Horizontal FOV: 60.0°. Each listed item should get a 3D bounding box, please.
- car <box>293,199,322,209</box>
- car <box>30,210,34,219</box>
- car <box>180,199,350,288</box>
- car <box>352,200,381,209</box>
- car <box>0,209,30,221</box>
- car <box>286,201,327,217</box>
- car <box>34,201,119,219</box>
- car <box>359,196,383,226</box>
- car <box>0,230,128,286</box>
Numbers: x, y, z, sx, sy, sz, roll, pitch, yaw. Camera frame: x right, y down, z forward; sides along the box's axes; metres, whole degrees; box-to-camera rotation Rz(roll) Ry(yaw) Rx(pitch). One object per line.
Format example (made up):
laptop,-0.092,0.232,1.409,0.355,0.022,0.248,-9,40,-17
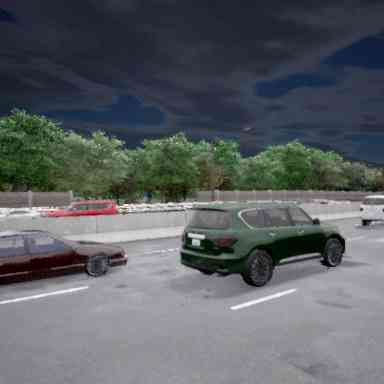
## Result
car,18.445,1.896,52.888,4.892,1.490,1.837,0,-1,-37
car,-10.095,2.040,27.040,4.892,1.490,1.837,-1,-1,-37
car,2.247,1.319,9.810,5.566,2.045,2.150,0,-1,-37
car,26.299,1.853,50.018,4.718,1.301,1.895,0,-1,-36
car,-14.864,2.153,27.828,4.674,1.442,1.812,0,-1,-37
car,12.088,1.745,34.989,4.674,1.442,1.812,0,-1,-37
car,-8.049,1.684,24.209,5.566,2.045,2.150,0,-1,-37
car,13.593,1.264,22.739,5.566,2.045,2.150,-1,-1,-37
car,-4.522,1.752,9.083,5.357,1.411,2.033,0,-1,-37
